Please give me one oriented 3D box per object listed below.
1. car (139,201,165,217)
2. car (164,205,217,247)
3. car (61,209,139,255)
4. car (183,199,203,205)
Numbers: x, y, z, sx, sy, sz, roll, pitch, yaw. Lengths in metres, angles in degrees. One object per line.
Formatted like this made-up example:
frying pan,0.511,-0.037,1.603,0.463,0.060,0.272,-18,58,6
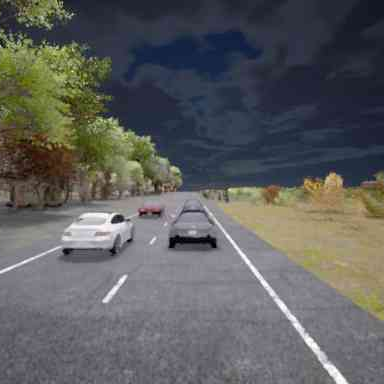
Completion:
car,-3.420,1.455,29.189,1.895,1.301,4.718,0,0,0
car,0.047,1.493,14.599,1.994,1.385,4.181,0,0,1
car,-3.472,1.463,12.870,1.812,1.442,4.674,0,0,1
car,0.092,1.399,32.660,1.994,1.385,4.181,0,0,0
